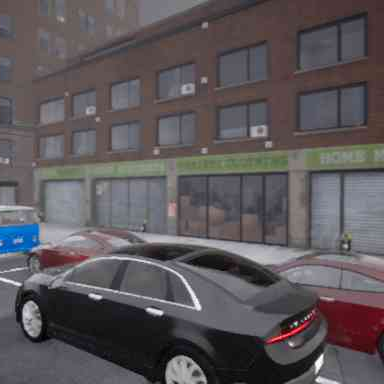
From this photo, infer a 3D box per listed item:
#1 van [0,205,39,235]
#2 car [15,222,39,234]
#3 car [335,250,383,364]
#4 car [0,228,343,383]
[{"bbox_3d":[-7.129,1.352,11.874,3.998,1.788,1.690,0,0,36],"label":"van"},{"bbox_3d":[-2.529,1.594,8.577,4.206,1.307,1.802,0,0,36],"label":"car"},{"bbox_3d":[2.073,1.594,5.280,4.206,1.307,1.802,0,0,36],"label":"car"},{"bbox_3d":[-0.669,1.514,4.839,4.892,1.490,1.837,0,0,36],"label":"car"}]
